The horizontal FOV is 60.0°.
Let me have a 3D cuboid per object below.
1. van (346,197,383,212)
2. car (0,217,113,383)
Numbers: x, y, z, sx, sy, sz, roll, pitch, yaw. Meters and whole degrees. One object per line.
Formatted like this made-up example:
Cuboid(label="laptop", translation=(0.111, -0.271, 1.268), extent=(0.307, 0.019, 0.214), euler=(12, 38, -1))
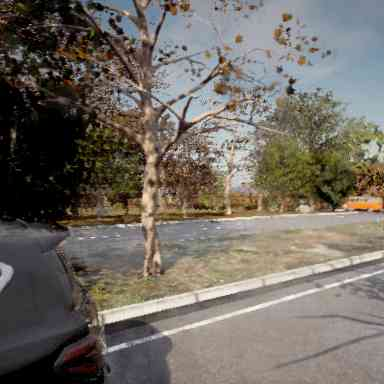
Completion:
Cuboid(label="van", translation=(23.149, 1.664, 44.987), extent=(1.878, 1.987, 4.442), euler=(2, -1, -35))
Cuboid(label="car", translation=(-3.155, 1.225, 1.436), extent=(5.566, 2.045, 2.150), euler=(0, 0, -36))
